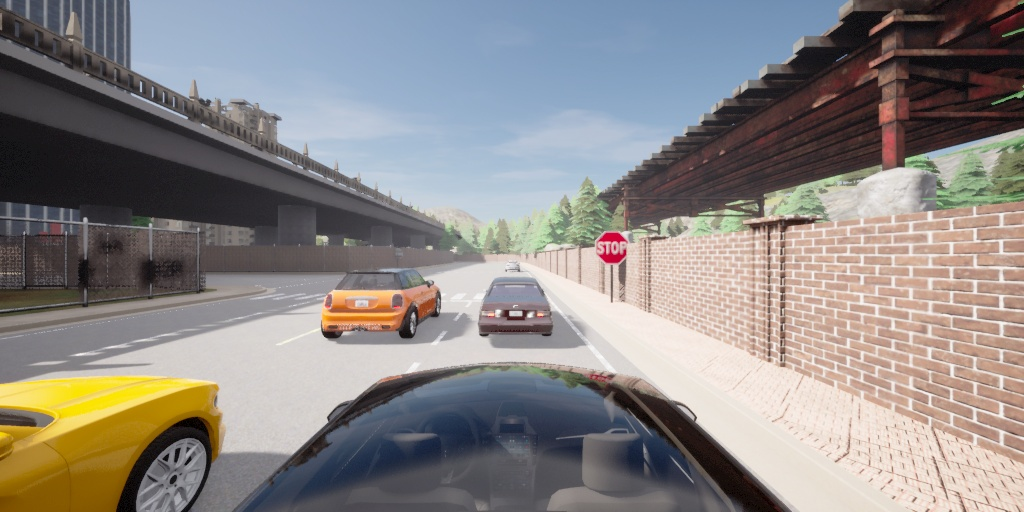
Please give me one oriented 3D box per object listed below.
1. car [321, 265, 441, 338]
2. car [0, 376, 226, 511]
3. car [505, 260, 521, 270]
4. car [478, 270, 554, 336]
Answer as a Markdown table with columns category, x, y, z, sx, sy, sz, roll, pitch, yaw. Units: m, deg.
| category | x | y | z | sx | sy | sz | roll | pitch | yaw |
| --- | --- | --- | --- | --- | --- | --- | --- | --- | --- |
| car | -3.419 | 1.102 | 10.283 | 2.097 | 1.767 | 4.553 | 0 | 0 | 0 |
| car | -3.396 | 1.228 | 1.025 | 1.882 | 1.535 | 5.008 | 0 | 0 | 0 |
| car | 0.083 | 1.276 | 46.187 | 1.812 | 1.442 | 4.674 | 0 | 0 | -1 |
| car | 0.082 | 1.297 | 10.304 | 2.033 | 1.411 | 5.357 | 0 | 0 | 0 |
